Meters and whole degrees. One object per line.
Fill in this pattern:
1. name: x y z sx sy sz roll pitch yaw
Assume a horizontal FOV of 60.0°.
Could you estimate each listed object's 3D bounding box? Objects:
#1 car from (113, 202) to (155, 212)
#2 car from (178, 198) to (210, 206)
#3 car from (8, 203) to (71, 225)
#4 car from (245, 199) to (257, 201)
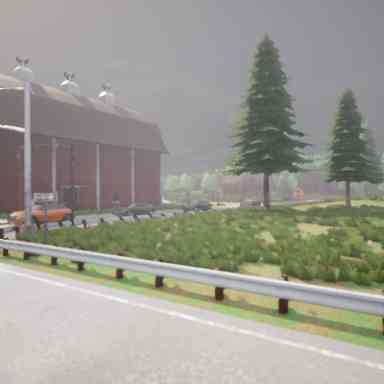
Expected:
1. car: -5.796 1.820 33.665 1.837 1.490 4.892 -1 -1 37
2. car: 0.587 1.816 42.270 1.837 1.490 4.892 -1 0 37
3. car: -11.657 1.667 25.757 2.097 1.767 4.553 -1 0 37
4. car: 9.455 1.833 54.105 1.812 1.442 4.674 -1 -1 37
